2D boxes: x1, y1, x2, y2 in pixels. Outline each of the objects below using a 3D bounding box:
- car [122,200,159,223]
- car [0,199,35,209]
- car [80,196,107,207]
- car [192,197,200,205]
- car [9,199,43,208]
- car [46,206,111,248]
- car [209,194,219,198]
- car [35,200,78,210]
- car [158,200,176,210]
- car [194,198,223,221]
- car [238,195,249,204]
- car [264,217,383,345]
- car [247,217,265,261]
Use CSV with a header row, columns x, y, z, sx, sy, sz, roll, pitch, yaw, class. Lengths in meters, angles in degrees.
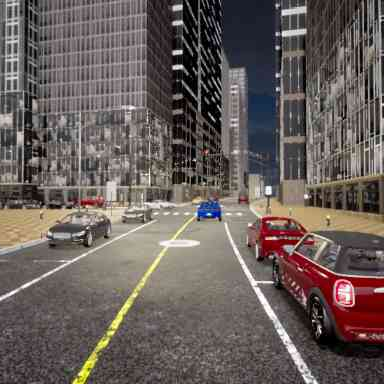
x,y,z,sx,sy,sz,roll,pitch,yaw,class
-4.130,1.573,25.678,2.008,1.369,4.403,1,0,5,car
-22.401,1.653,43.229,4.403,1.369,2.008,0,-1,13,car
-15.149,1.534,49.612,5.009,1.841,2.192,0,-1,13,car
1.159,1.640,62.540,1.752,1.417,4.829,1,0,12,car
-26.036,1.833,52.189,4.403,1.369,2.008,0,-1,13,car
-4.881,1.561,14.887,2.008,1.369,4.403,1,0,3,car
5.153,1.490,78.779,2.192,1.841,5.009,1,0,14,car
-16.960,1.637,41.939,4.313,1.339,1.947,0,-1,13,car
-4.548,1.691,43.620,4.718,1.301,1.895,-1,-1,32,car
1.478,1.494,27.147,1.882,1.535,5.008,0,0,5,car
10.076,1.410,65.095,2.192,1.841,5.009,1,0,13,car
2.814,1.441,6.340,1.967,1.590,4.097,1,0,2,car
3.006,1.547,11.979,1.887,1.381,4.507,1,0,3,car
